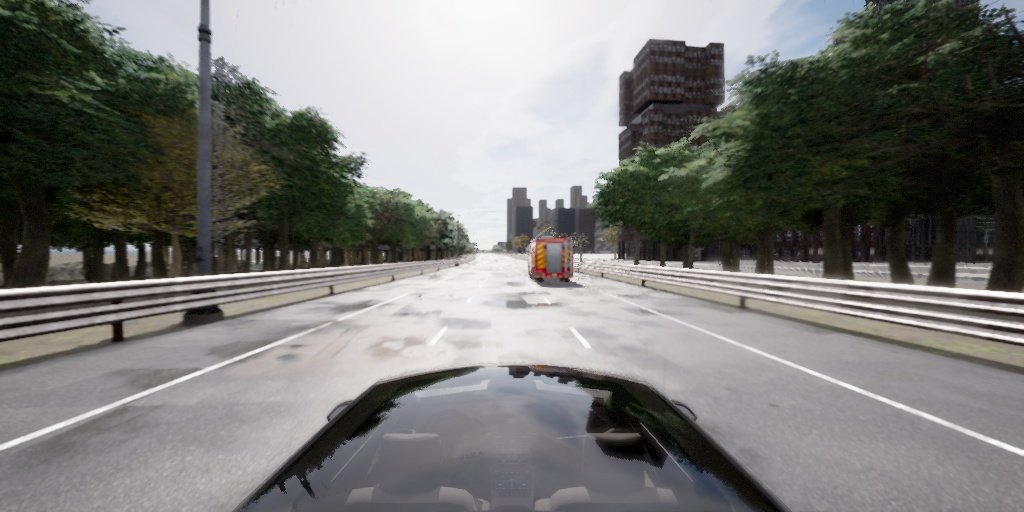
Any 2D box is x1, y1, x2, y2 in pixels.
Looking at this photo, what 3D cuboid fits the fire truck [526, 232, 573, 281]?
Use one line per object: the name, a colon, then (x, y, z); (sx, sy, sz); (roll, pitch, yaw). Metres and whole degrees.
fire truck: (3.078, 0.105, 30.897); (2.891, 3.827, 8.468); (0, 0, -1)
